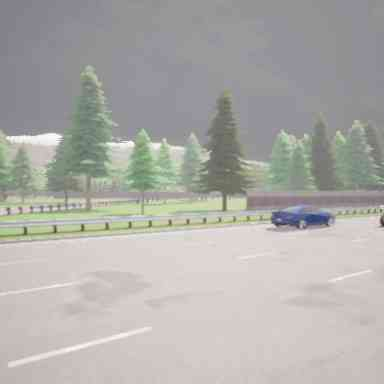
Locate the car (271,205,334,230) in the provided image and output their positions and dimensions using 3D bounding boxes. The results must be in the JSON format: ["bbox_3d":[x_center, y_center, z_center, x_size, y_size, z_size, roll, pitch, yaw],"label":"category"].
[{"bbox_3d":[7.372,1.578,21.888,5.008,1.535,1.882,0,0,-35],"label":"car"}]

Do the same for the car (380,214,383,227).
[{"bbox_3d":[14.730,1.700,22.836,4.181,1.385,1.994,0,0,-35],"label":"car"}]
